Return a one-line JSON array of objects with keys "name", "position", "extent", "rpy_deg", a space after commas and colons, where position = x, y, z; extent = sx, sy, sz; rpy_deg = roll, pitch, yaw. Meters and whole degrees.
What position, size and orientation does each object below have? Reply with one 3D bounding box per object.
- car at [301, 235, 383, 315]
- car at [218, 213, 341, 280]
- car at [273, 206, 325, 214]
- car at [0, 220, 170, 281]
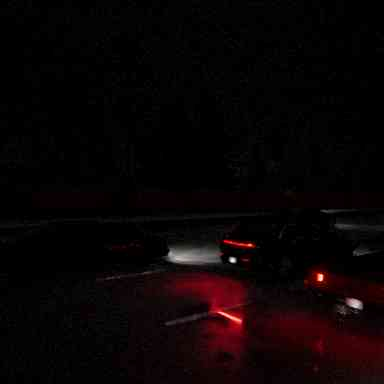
[{"name": "car", "position": [4.636, 1.676, 7.094], "extent": [4.718, 1.301, 1.895], "rpy_deg": [1, 0, -36]}, {"name": "car", "position": [3.032, 1.585, 10.255], "extent": [4.892, 1.490, 1.837], "rpy_deg": [1, -1, -36]}, {"name": "car", "position": [7.517, 1.661, 22.141], "extent": [5.008, 1.535, 1.882], "rpy_deg": [1, -1, -36]}, {"name": "car", "position": [-3.340, 1.576, 9.971], "extent": [5.357, 1.411, 2.033], "rpy_deg": [1, 0, -36]}]
